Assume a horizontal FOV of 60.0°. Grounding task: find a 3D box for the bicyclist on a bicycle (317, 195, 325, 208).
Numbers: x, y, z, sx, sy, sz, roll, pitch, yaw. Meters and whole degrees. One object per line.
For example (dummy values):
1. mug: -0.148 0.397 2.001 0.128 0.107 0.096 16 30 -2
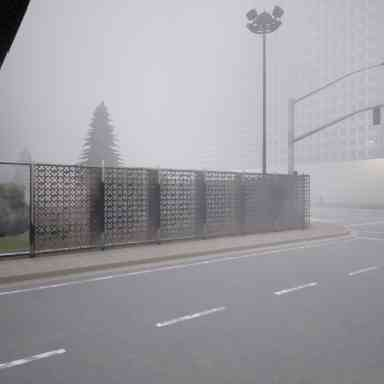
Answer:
1. bicyclist on a bicycle: 16.607 1.257 42.836 1.656 1.620 0.582 0 0 -35
